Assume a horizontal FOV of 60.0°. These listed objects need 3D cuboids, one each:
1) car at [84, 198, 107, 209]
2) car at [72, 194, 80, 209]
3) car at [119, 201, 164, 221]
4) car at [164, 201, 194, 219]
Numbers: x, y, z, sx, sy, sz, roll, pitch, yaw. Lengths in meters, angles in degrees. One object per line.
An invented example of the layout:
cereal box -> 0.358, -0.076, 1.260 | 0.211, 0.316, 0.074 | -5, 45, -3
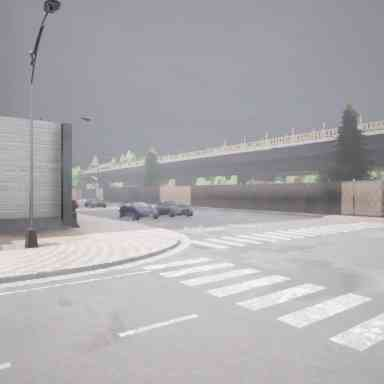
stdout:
car -> -13.072, 1.507, 44.986 | 1.994, 1.385, 4.181 | 0, 0, -35
car -> -16.671, 1.165, 44.003 | 2.150, 2.045, 5.566 | 0, 0, -35
car -> -4.399, 1.470, 26.853 | 1.812, 1.442, 4.674 | 0, 0, -35
car -> -1.676, 1.507, 29.044 | 1.994, 1.385, 4.181 | 0, 0, -36
